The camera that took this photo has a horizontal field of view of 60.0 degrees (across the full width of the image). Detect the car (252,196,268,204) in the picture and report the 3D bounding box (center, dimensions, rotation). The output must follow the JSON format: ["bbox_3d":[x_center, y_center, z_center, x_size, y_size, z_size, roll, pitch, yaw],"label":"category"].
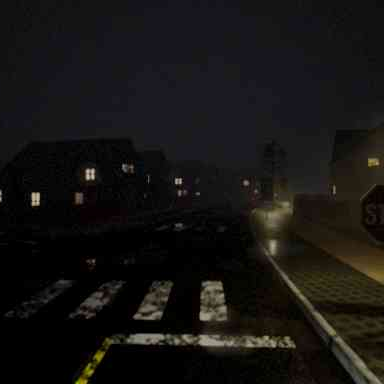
[{"bbox_3d":[11.575,1.262,56.332,1.895,1.301,4.718,0,0,24],"label":"car"}]

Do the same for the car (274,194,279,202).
[{"bbox_3d":[15.790,1.068,65.682,2.128,1.511,4.902,0,0,27],"label":"car"}]
